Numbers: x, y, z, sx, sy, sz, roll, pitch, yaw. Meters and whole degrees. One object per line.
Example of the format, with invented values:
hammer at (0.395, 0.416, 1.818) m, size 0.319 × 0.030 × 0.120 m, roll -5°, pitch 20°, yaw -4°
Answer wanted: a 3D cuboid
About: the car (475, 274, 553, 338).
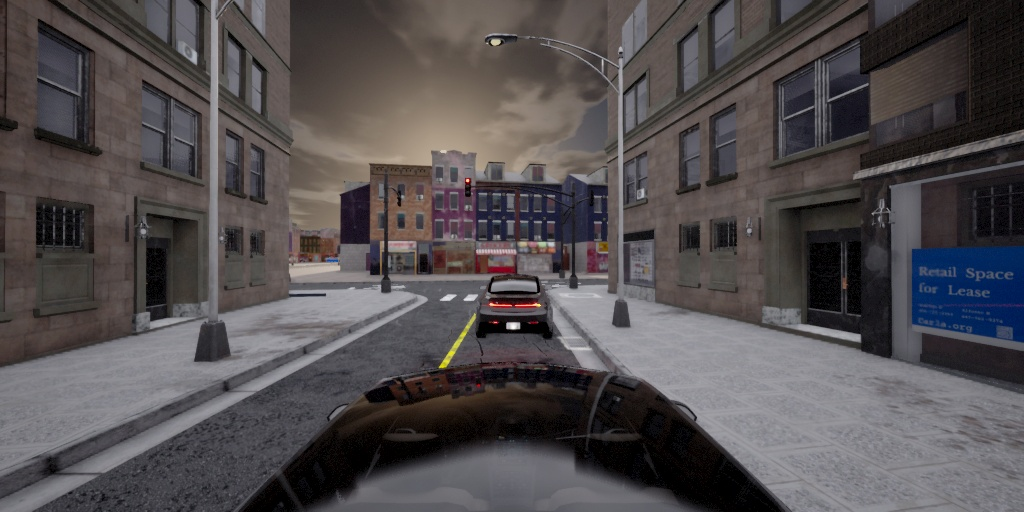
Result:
car at (0.097, 1.255, 10.137) m, size 1.837 × 1.490 × 4.892 m, roll 0°, pitch 0°, yaw 2°
